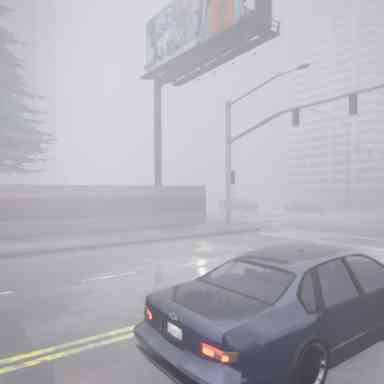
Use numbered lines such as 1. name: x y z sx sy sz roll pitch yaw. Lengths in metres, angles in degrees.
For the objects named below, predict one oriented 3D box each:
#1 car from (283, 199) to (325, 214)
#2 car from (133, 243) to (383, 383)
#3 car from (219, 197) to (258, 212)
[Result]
1. car: 11.405 1.421 34.143 1.994 1.385 4.181 0 0 -34
2. car: 1.831 1.526 5.069 5.357 1.411 2.033 0 0 -37
3. car: 5.090 1.353 36.864 1.882 1.535 5.008 0 0 -35
